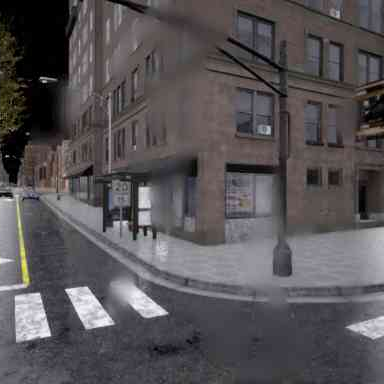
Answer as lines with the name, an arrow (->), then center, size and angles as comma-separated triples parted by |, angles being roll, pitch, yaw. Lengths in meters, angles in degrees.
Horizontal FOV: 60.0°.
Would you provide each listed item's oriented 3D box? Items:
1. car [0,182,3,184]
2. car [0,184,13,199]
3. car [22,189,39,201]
car -> -41.481, -1.225, 69.804 | 2.192, 1.841, 5.009 | 2, 1, -28
car -> -24.111, 0.099, 42.871 | 1.895, 1.301, 4.718 | 0, 3, -28
car -> -19.735, 0.283, 40.610 | 2.033, 1.411, 5.357 | 0, 3, -28
